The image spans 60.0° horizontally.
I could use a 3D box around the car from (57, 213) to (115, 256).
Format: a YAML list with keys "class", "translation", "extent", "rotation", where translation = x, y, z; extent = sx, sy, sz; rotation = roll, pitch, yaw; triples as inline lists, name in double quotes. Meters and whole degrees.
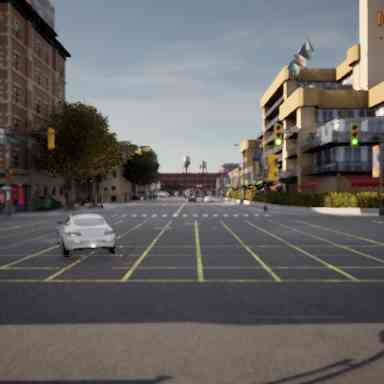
- class: "car"
  translation: [-4.344, 1.582, 13.411]
  extent: [1.812, 1.442, 4.674]
  rotation: [0, 0, -25]

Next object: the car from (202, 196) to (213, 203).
- class: "car"
  translation: [3.601, 1.763, 75.929]
  extent: [1.812, 1.442, 4.674]
  rotation: [0, 0, 0]

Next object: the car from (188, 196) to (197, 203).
- class: "car"
  translation: [0.102, 1.759, 76.692]
  extent: [1.837, 1.490, 4.892]
  rotation: [0, 0, 0]

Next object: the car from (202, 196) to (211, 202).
- class: "car"
  translation: [3.614, 1.703, 85.490]
  extent: [2.033, 1.411, 5.357]
  rotation: [0, 0, 0]
